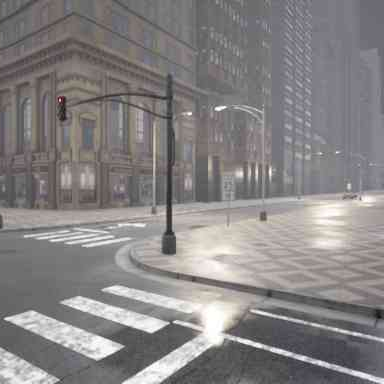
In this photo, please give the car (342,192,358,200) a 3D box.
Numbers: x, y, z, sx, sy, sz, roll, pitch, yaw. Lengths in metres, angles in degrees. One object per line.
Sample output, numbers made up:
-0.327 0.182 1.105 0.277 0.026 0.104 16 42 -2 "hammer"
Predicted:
28.286 0.709 59.476 1.895 1.301 4.718 0 1 35 "car"
